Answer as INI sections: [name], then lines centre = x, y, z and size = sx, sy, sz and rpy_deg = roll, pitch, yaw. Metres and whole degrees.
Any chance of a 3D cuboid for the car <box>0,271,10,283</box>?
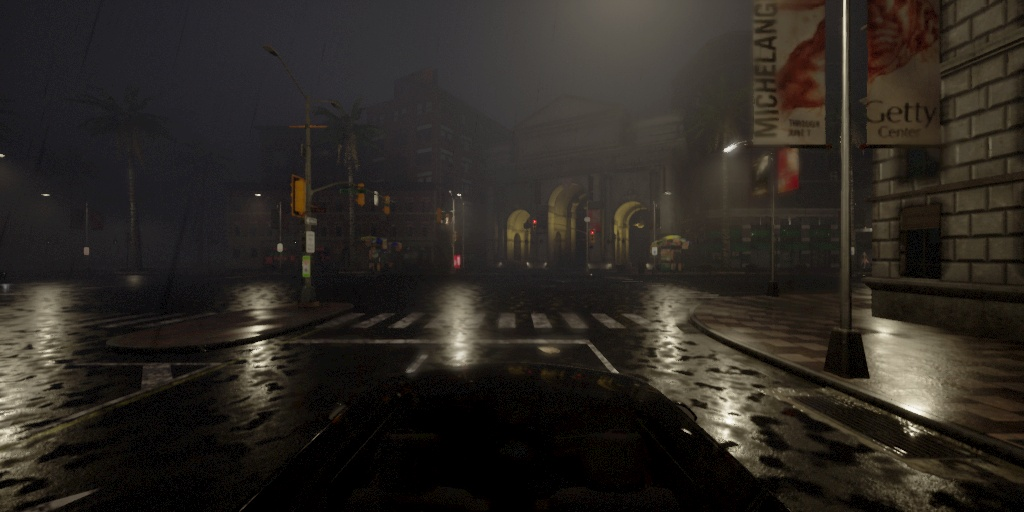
[car]
centre = -38.891, 1.344, 25.283
size = 4.718, 1.301, 1.895
rpy_deg = 0, 0, 0
